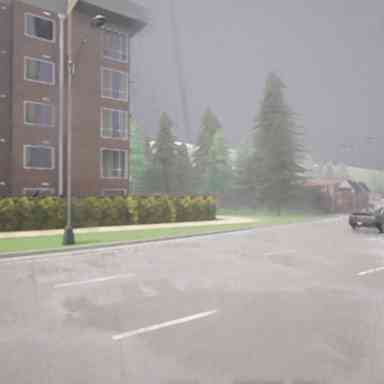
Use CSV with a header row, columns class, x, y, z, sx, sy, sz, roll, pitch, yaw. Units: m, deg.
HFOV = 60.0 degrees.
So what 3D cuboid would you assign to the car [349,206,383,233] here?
class,x,y,z,sx,sy,sz,roll,pitch,yaw
car,11.713,1.645,20.691,4.902,1.511,2.128,1,0,-35
